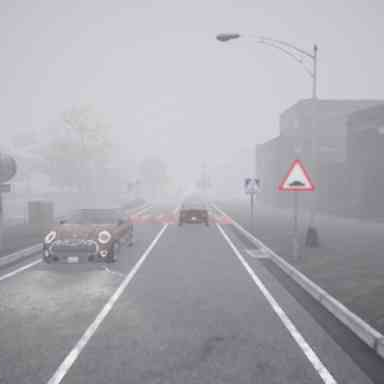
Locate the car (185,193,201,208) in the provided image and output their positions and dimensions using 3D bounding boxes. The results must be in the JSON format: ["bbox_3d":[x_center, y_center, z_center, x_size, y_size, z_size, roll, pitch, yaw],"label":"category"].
[{"bbox_3d":[0.115,1.008,40.039,1.801,1.575,5.366,0,1,0],"label":"car"}]

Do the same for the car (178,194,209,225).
[{"bbox_3d":[0.108,1.177,22.260,1.882,1.535,5.008,0,6,0],"label":"car"}]

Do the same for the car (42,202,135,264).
[{"bbox_3d":[-3.343,1.292,11.592,2.097,1.767,4.553,0,1,0],"label":"car"}]
